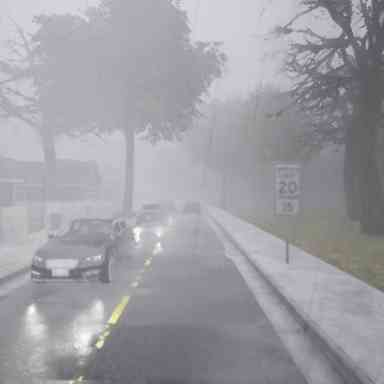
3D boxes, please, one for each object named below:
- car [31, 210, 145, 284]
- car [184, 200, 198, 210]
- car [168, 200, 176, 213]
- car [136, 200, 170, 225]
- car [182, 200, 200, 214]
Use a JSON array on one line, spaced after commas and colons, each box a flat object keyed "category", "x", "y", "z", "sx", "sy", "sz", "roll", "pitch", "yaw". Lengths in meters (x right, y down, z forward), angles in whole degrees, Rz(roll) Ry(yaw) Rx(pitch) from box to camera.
[{"category": "car", "x": -2.879, "y": 1.506, "z": 9.712, "sx": 2.128, "sy": 1.511, "sz": 4.902, "roll": 0, "pitch": 0, "yaw": 0}, {"category": "car", "x": -0.156, "y": 1.850, "z": 48.493, "sx": 1.895, "sy": 1.301, "sz": 4.718, "roll": 0, "pitch": 0, "yaw": 0}, {"category": "car", "x": -2.903, "y": 1.678, "z": 39.499, "sx": 2.128, "sy": 1.511, "sz": 4.902, "roll": 0, "pitch": -1, "yaw": 0}, {"category": "car", "x": -2.925, "y": 1.585, "z": 24.782, "sx": 1.837, "sy": 1.490, "sz": 4.892, "roll": 0, "pitch": -1, "yaw": 0}, {"category": "car", "x": -0.123, "y": 1.658, "z": 37.386, "sx": 2.128, "sy": 1.511, "sz": 4.902, "roll": 0, "pitch": 0, "yaw": 0}]
